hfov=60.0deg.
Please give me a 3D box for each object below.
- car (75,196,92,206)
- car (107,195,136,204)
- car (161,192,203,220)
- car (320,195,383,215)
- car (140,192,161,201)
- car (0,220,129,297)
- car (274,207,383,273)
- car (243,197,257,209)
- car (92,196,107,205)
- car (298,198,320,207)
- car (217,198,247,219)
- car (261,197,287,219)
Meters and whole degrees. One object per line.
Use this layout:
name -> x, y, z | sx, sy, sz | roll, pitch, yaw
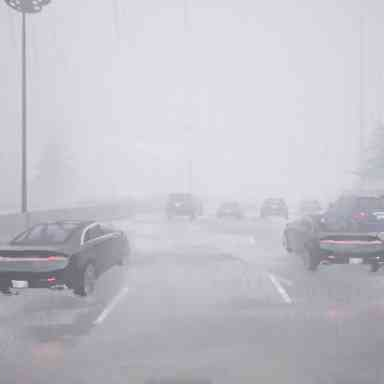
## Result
car -> -15.951, 1.337, 50.931 | 1.994, 1.385, 4.181 | 0, 0, 19
car -> -9.690, 1.293, 47.534 | 1.837, 1.490, 4.892 | 0, 0, 18
car -> -0.508, 1.100, 27.021 | 2.150, 2.045, 5.566 | 0, 0, 11
car -> 8.384, 1.146, 16.739 | 2.150, 2.045, 5.566 | 0, 0, 8
car -> -5.532, 1.007, 48.953 | 2.150, 2.045, 5.566 | 0, 0, 19
car -> -2.989, 1.453, 8.503 | 2.128, 1.511, 4.902 | 0, 0, 4
car -> 4.188, 1.444, 10.509 | 2.128, 1.511, 4.902 | 0, 0, 5
car -> 6.984, 1.339, 41.630 | 1.812, 1.442, 4.674 | 0, 0, 18
car -> -12.492, 1.282, 50.236 | 1.837, 1.490, 4.892 | 0, 0, 19
car -> 11.894, 1.340, 33.665 | 2.128, 1.511, 4.902 | 0, 0, 15
car -> 3.253, 1.440, 27.726 | 1.994, 1.385, 4.181 | 0, 0, 12
car -> 6.886, 1.226, 27.967 | 2.097, 1.767, 4.553 | 0, 0, 12
